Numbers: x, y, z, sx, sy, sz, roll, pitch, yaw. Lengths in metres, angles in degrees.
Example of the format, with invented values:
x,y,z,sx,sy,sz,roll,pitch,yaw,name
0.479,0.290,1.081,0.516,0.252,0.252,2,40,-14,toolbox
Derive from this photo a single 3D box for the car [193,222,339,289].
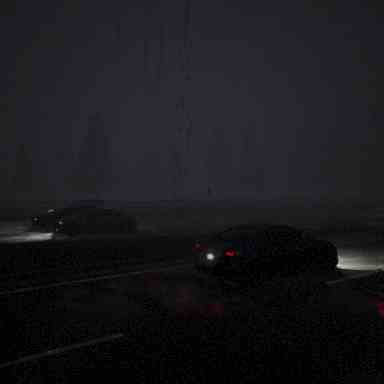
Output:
x,y,z,sx,sy,sz,roll,pitch,yaw,name
2.113,1.537,9.164,4.181,1.385,1.994,0,0,-33,car

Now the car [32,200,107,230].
x,y,z,sx,sy,sz,roll,pitch,yaw,name
-7.139,1.455,20.407,4.892,1.490,1.837,0,0,-20,car

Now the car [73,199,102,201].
x,y,z,sx,sy,sz,roll,pitch,yaw,name
-8.043,1.294,23.790,4.553,1.767,2.097,0,0,-20,car

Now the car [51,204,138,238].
x,y,z,sx,sy,sz,roll,pitch,yaw,name
-4.963,1.521,17.484,4.181,1.385,1.994,0,0,-20,car
